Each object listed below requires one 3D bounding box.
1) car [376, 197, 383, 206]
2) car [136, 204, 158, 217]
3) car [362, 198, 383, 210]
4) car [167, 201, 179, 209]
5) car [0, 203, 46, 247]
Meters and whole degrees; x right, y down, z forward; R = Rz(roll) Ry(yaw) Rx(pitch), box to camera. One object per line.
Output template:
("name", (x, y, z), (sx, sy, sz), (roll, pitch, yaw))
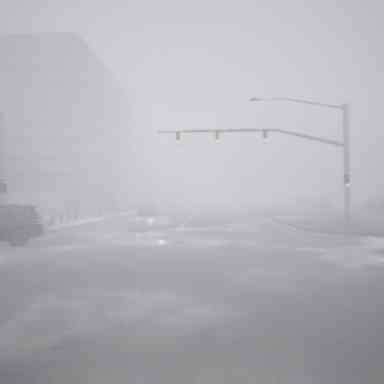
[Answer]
("car", (35.103, 1.702, 60.055), (1.784, 1.438, 3.905), (-1, -1, 4))
("car", (-5.202, 2.147, 38.730), (1.837, 1.490, 4.892), (-1, 0, 4))
("car", (25.479, 1.668, 45.548), (1.970, 1.475, 3.806), (-1, -1, 4))
("car", (-3.633, 2.446, 64.245), (2.033, 1.411, 5.357), (-1, -1, 4))
("car", (-9.884, 1.602, 15.547), (5.566, 2.045, 2.150), (-1, 4, -31))
